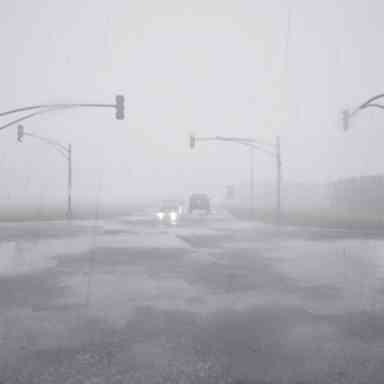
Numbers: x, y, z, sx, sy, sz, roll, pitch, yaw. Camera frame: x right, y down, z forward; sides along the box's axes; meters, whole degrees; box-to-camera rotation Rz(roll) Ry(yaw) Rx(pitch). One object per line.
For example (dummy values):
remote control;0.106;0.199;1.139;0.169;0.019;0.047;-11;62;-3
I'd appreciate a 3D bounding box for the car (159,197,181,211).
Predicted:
car;-2.717;1.579;39.669;1.895;1.301;4.718;0;0;3

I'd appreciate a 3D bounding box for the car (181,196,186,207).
car;-2.162;1.458;50.903;2.128;1.511;4.902;0;0;3

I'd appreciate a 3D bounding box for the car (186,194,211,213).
car;0.838;1.200;36.289;2.150;2.045;5.566;0;0;2

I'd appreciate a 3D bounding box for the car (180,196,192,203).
car;-1.175;1.472;65.847;1.812;1.442;4.674;0;0;4
